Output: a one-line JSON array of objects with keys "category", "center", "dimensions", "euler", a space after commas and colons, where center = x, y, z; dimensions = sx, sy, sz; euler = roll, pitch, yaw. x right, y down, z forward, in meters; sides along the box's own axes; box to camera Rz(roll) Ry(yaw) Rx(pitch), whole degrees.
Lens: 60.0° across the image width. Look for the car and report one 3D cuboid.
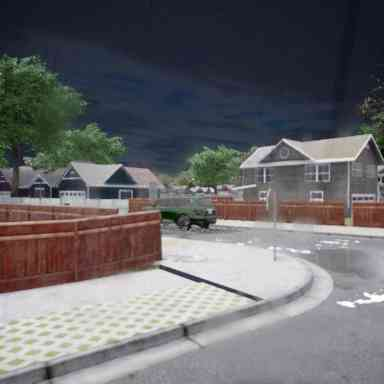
[{"category": "car", "center": [-1.038, 1.295, 21.092], "dimensions": [5.566, 2.045, 2.150], "euler": [0, -1, 39]}]
